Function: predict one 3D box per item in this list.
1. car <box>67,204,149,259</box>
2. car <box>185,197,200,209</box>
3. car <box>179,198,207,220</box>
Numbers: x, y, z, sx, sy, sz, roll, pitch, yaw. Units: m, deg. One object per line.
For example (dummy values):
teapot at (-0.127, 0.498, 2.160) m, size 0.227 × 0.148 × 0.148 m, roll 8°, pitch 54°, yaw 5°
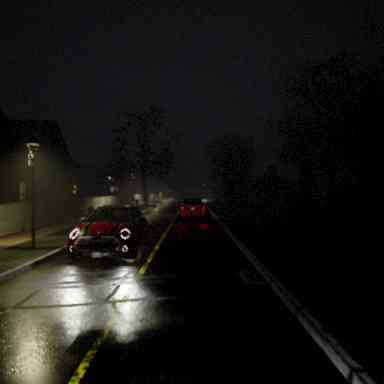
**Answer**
car at (-2.854, 1.288, 12.180) m, size 2.097 × 1.767 × 4.553 m, roll 0°, pitch 0°, yaw 0°
car at (0.064, 1.374, 42.469) m, size 1.895 × 1.301 × 4.718 m, roll 0°, pitch 0°, yaw 0°
car at (0.068, 1.212, 26.280) m, size 2.097 × 1.767 × 4.553 m, roll 0°, pitch 0°, yaw 0°
